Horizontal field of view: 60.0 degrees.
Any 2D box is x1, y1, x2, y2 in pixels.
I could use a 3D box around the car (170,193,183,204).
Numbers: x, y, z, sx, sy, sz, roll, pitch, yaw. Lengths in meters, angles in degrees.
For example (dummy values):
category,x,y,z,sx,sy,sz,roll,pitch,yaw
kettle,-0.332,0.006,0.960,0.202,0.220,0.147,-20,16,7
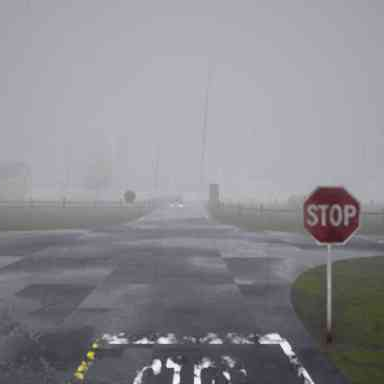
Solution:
category,x,y,z,sx,sy,sz,roll,pitch,yaw
car,-2.850,1.239,62.523,2.150,2.045,5.566,0,0,0
